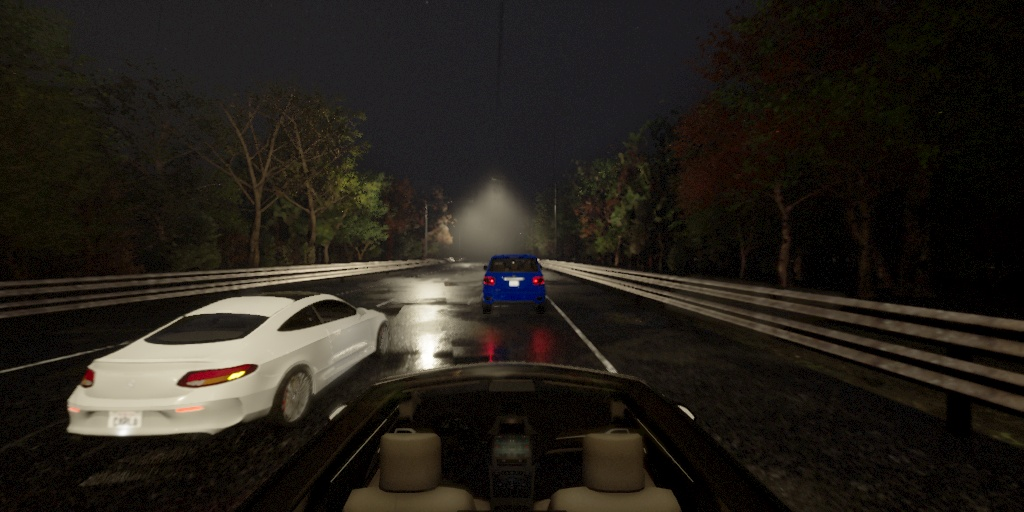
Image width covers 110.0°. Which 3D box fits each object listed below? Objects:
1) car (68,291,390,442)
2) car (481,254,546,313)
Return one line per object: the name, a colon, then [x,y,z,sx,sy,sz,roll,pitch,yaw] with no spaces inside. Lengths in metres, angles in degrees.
car: [-3.400,1.265,5.456,1.812,1.442,4.674,0,0,0]
car: [0.044,0.939,13.861,2.150,2.045,5.566,0,0,0]
